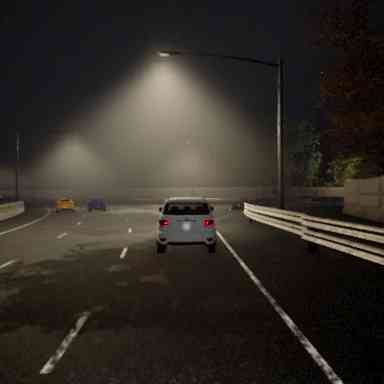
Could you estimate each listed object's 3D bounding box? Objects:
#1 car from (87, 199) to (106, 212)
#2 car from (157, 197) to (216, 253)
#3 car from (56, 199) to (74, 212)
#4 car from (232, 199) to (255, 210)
[{"bbox_3d":[-11.735,1.548,40.580,1.882,1.535,5.008,0,0,-22],"label":"car"},{"bbox_3d":[-0.239,1.228,13.967,2.150,2.045,5.566,0,0,-1],"label":"car"},{"bbox_3d":[-15.430,1.565,40.377,1.882,1.535,5.008,0,0,-22],"label":"car"},{"bbox_3d":[6.589,1.550,41.135,1.994,1.385,4.181,0,0,32],"label":"car"}]
